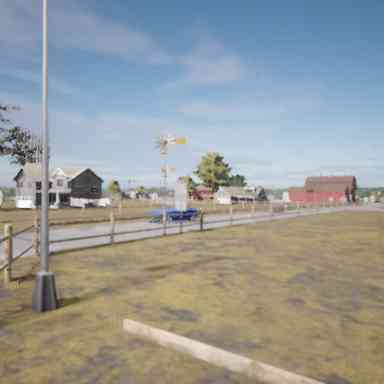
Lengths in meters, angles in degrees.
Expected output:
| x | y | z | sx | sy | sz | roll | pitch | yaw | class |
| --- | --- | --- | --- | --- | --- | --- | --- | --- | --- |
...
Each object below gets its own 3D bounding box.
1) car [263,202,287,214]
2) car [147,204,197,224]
| x | y | z | sx | sy | sz | roll | pitch | yaw | class |
| --- | --- | --- | --- | --- | --- | --- | --- | --- | --- |
| 11.204 | 2.074 | 44.680 | 1.812 | 1.442 | 4.674 | 1 | -1 | 36 | car |
| -1.559 | 1.697 | 27.110 | 1.882 | 1.535 | 5.008 | 1 | 0 | 36 | car |
